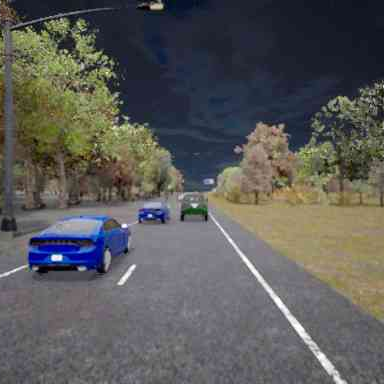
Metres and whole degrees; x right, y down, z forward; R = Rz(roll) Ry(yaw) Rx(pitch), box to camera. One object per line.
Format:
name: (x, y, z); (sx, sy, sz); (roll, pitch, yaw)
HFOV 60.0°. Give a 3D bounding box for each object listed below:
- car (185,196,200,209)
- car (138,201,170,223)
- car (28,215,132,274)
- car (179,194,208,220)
car: (0.113, 1.400, 44.078); (1.882, 1.535, 5.008); (0, 0, 0)
car: (-2.738, 1.433, 24.961); (1.882, 1.535, 5.008); (0, 0, 2)
car: (-3.224, 1.458, 10.546); (1.882, 1.535, 5.008); (0, 0, 1)
car: (0.134, 1.169, 27.444); (2.150, 2.045, 5.566); (0, 0, -2)
